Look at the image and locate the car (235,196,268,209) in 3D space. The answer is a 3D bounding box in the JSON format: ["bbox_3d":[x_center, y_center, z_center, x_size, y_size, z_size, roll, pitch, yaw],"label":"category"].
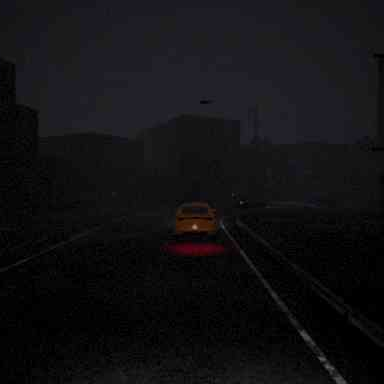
[{"bbox_3d":[6.447,1.072,35.698,1.994,1.385,4.181,1,1,42],"label":"car"}]

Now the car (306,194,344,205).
[{"bbox_3d":[18.267,0.990,45.694,5.008,1.535,1.882,1,1,-7],"label":"car"}]

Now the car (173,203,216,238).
[{"bbox_3d":[0.157,1.266,16.372,1.882,1.535,5.008,0,1,1],"label":"car"}]
